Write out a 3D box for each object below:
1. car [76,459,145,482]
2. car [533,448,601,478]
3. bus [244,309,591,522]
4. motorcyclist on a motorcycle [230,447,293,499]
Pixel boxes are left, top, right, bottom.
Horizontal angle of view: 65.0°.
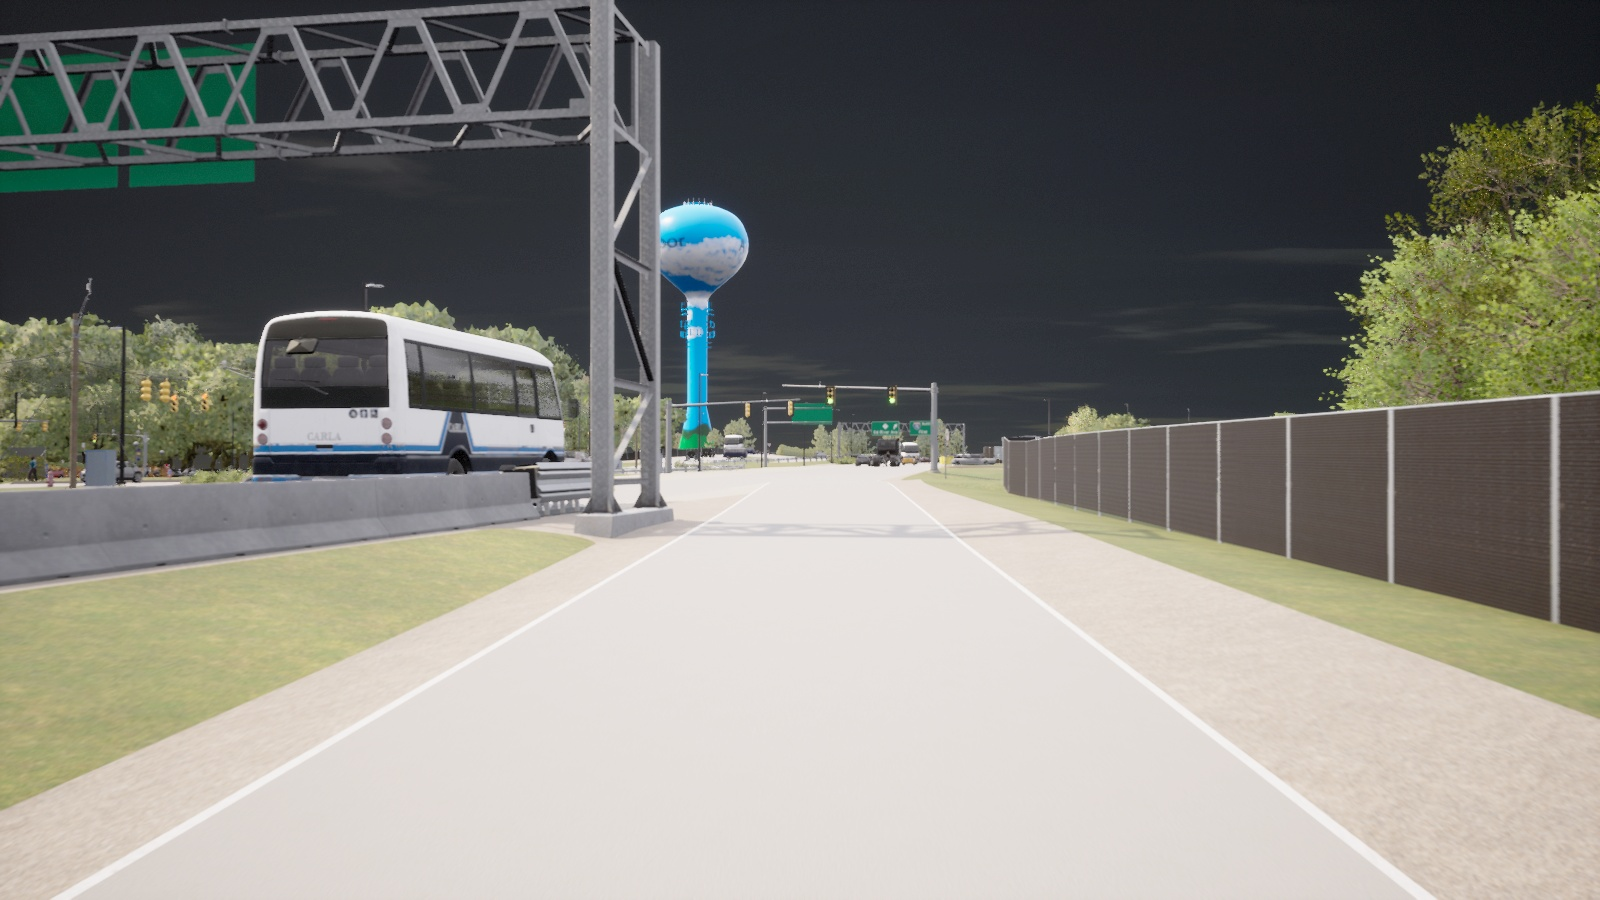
[{"bbox_3d":[-46.047,1.378,83.946,1.970,1.475,3.806,0,-1,13],"label":"car"},{"bbox_3d":[-12.947,0.717,70.172,2.152,1.651,5.027,0,0,9],"label":"car"},{"bbox_3d":[-8.617,-0.666,30.436,3.944,4.253,10.273,0,0,9],"label":"bus"},{"bbox_3d":[-17.568,0.738,41.014,0.766,1.649,2.350,0,0,9],"label":"motorcyclist on a motorcycle"}]
